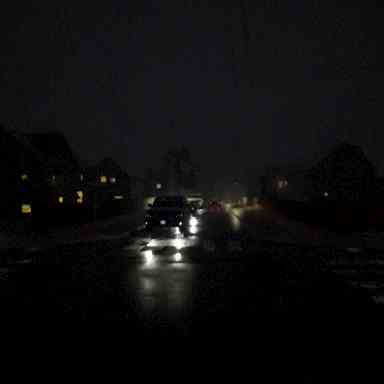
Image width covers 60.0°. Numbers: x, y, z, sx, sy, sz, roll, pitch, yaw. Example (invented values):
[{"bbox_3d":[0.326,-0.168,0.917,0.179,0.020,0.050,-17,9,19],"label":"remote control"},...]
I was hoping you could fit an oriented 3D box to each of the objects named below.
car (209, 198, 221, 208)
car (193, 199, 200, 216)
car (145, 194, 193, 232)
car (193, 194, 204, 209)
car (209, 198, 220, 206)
[{"bbox_3d":[3.582,1.725,51.961,1.895,1.301,4.718,0,0,4],"label":"car"},{"bbox_3d":[-0.505,1.634,33.244,1.895,1.301,4.718,0,0,4],"label":"car"},{"bbox_3d":[-1.362,1.225,20.335,2.150,2.045,5.566,0,0,4],"label":"car"},{"bbox_3d":[0.524,1.324,48.327,2.150,2.045,5.566,0,-1,5],"label":"car"},{"bbox_3d":[4.220,1.795,61.970,1.895,1.301,4.718,0,0,3],"label":"car"}]
